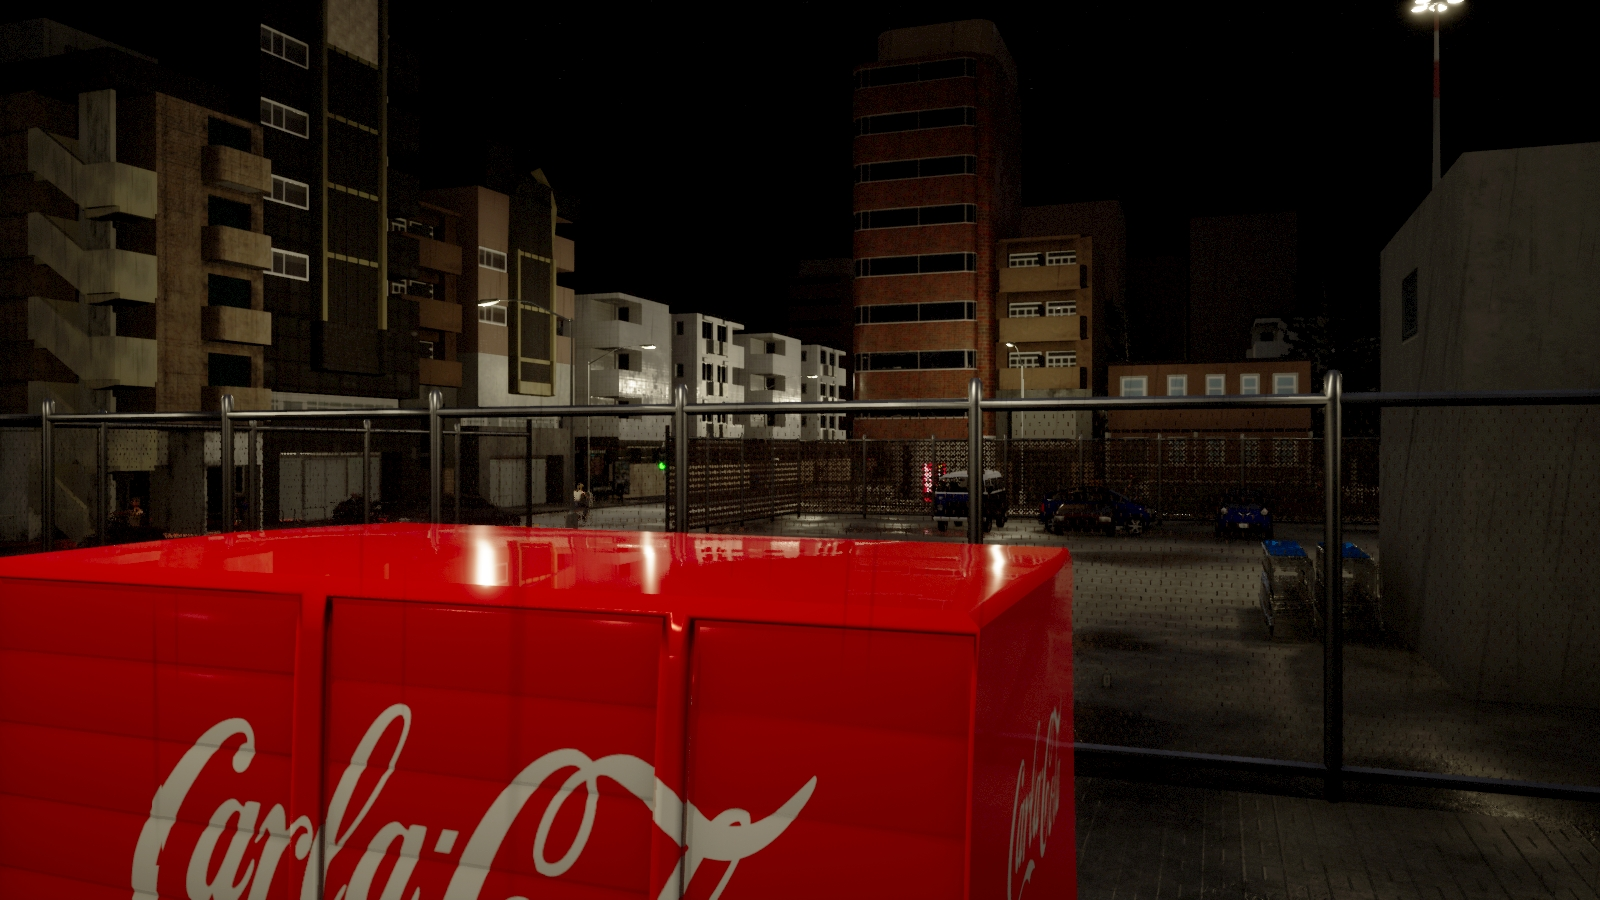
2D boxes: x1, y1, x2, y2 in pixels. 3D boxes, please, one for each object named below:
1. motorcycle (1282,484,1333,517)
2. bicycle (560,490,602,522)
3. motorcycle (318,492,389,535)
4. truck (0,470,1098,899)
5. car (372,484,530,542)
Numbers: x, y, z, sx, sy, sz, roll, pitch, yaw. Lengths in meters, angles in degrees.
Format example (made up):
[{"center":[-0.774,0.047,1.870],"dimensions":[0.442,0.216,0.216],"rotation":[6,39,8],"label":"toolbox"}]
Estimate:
[{"center":[19.902,1.961,44.847],"dimensions":[1.805,1.236,0.856],"rotation":[0,0,20],"label":"motorcycle"},{"center":[-7.959,2.044,41.647],"dimensions":[0.859,1.080,1.487],"rotation":[0,0,20],"label":"bicycle"},{"center":[-14.168,1.995,36.339],"dimensions":[0.867,1.251,2.209],"rotation":[0,0,20],"label":"motorcycle"},{"center":[-1.648,1.349,4.450],"dimensions":[5.204,2.467,2.627],"rotation":[0,0,20],"label":"truck"},{"center":[-10.515,1.851,34.830],"dimensions":[2.163,1.488,4.792],"rotation":[0,0,20],"label":"car"}]
